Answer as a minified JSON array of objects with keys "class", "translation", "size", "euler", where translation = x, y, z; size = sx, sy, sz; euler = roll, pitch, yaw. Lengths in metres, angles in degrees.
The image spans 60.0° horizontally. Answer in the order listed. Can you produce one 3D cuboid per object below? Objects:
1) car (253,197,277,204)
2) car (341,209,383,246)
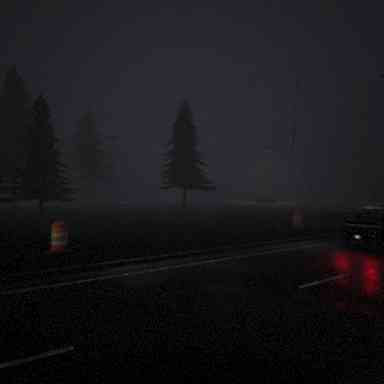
[{"class":"car","translation":[14.264,1.652,65.195],"size":[1.895,1.301,4.718],"euler":[0,0,-35]},{"class":"car","translation":[8.269,1.492,14.066],"size":[4.902,1.511,2.128],"euler":[0,0,-35]}]
